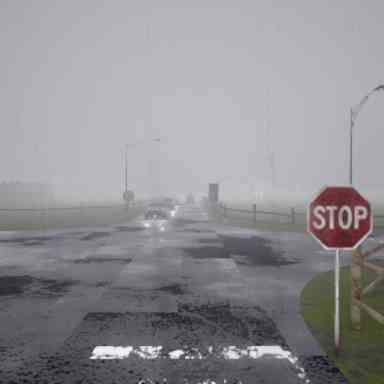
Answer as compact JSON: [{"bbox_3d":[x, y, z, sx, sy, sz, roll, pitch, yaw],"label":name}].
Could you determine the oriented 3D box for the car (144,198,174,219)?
[{"bbox_3d":[-2.982,1.542,29.280,2.033,1.411,5.357,0,0,0],"label":"car"}]

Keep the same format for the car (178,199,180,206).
[{"bbox_3d":[-3.083,1.552,55.357,1.994,1.385,4.181,0,0,0],"label":"car"}]

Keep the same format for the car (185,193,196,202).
[{"bbox_3d":[-0.329,1.170,71.300,2.097,1.767,4.553,0,0,0],"label":"car"}]

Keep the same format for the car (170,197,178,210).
[{"bbox_3d":[-3.035,1.499,41.626,1.837,1.490,4.892,0,0,0],"label":"car"}]

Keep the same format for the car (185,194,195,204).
[{"bbox_3d":[-0.279,1.534,60.912,2.033,1.411,5.357,0,0,0],"label":"car"}]
